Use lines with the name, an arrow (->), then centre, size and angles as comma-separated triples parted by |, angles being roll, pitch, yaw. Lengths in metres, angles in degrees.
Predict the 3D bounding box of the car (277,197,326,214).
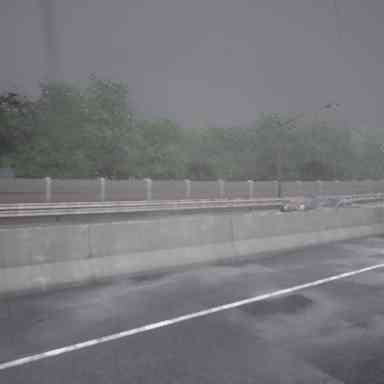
car -> 10.809, 1.270, 32.757 | 5.008, 1.535, 1.882 | -1, 0, -34

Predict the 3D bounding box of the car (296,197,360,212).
car -> 10.094, 1.345, 23.802 | 4.902, 1.511, 2.128 | -1, 0, -34

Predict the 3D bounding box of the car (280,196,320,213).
car -> 9.798, 1.183, 27.836 | 4.553, 1.767, 2.097 | -1, 0, -34
